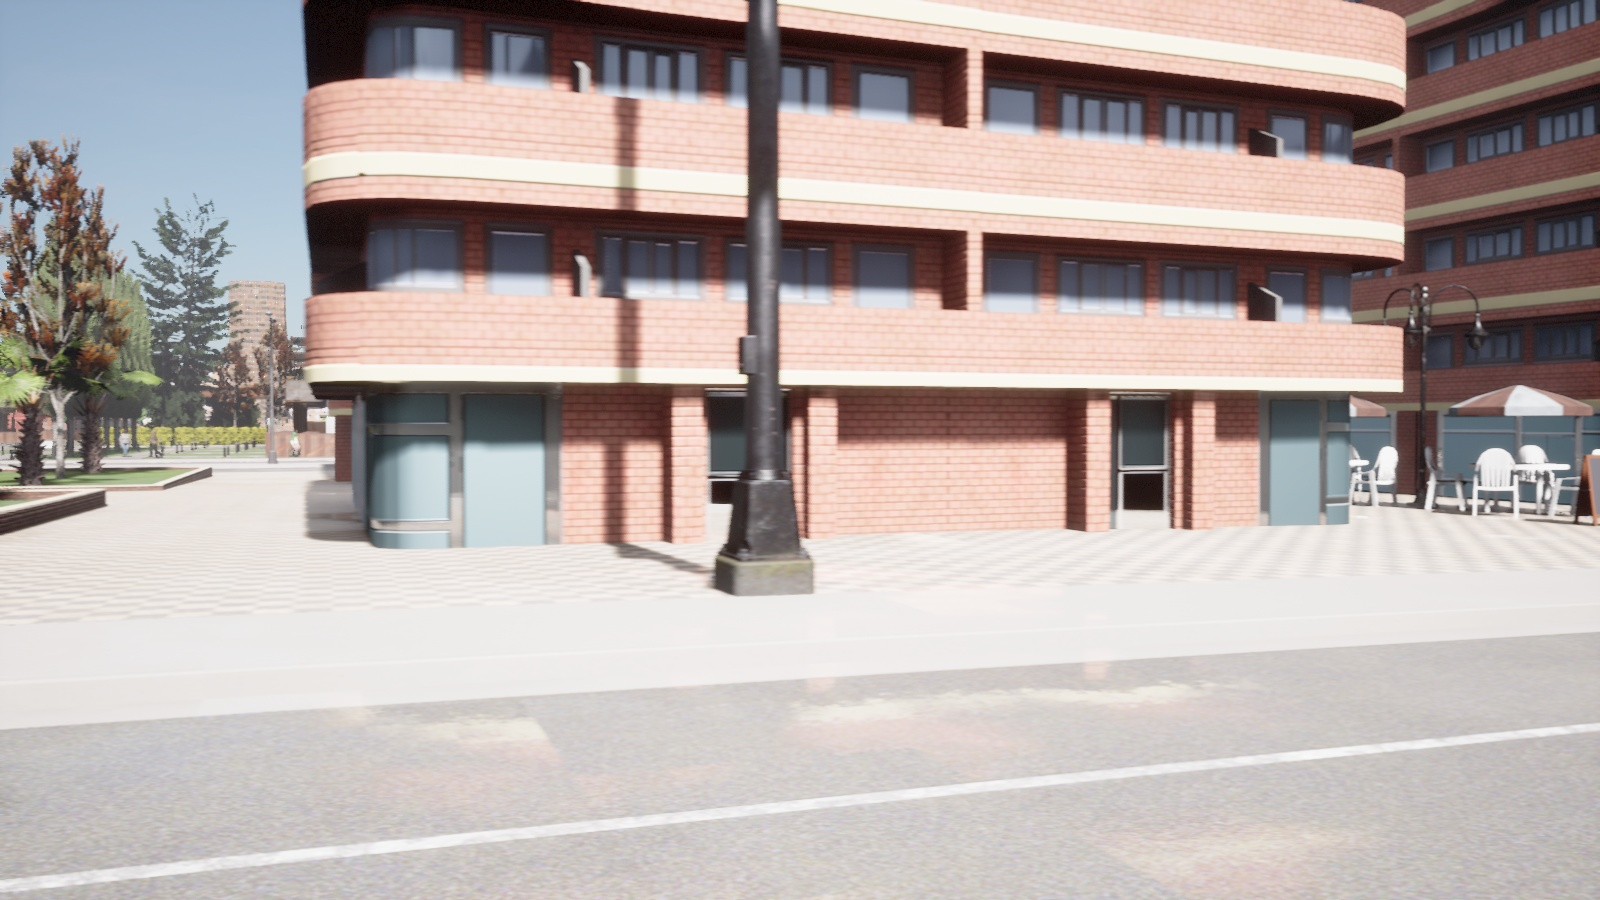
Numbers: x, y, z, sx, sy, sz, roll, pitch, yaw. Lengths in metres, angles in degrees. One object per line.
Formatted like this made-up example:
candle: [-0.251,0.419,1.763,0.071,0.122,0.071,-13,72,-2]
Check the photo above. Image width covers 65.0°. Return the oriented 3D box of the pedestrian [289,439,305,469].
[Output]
pedestrian: [-32.978,0.273,82.313,0.873,1.952,0.659,-2,1,-20]

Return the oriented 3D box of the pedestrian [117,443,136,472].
pedestrian: [-43.928,0.474,81.930,0.874,1.855,0.900,-2,1,-38]
